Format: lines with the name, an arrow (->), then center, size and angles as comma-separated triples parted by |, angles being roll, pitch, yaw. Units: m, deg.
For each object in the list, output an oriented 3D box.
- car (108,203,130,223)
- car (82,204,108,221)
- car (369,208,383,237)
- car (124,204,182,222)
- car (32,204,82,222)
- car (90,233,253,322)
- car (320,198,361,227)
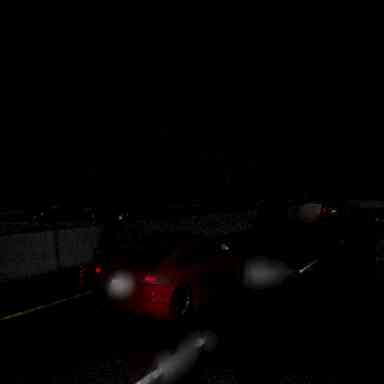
car -> -4.133, 1.726, 27.495 | 2.128, 1.511, 4.902 | 0, -1, 33
car -> -6.867, 1.745, 29.702 | 2.128, 1.511, 4.902 | 0, -1, 34
car -> 11.091, 1.647, 18.490 | 2.128, 1.511, 4.902 | 0, -1, 34
car -> -2.459, 1.766, 23.670 | 1.994, 1.385, 4.181 | 0, -1, 33
car -> -11.523, 1.774, 29.002 | 1.812, 1.442, 4.674 | 0, -1, 33
car -> -0.200, 1.629, 7.593 | 1.994, 1.385, 4.181 | 0, -1, 33
car -> 11.221, 1.432, 25.008 | 2.150, 2.045, 5.566 | 0, -1, 34
